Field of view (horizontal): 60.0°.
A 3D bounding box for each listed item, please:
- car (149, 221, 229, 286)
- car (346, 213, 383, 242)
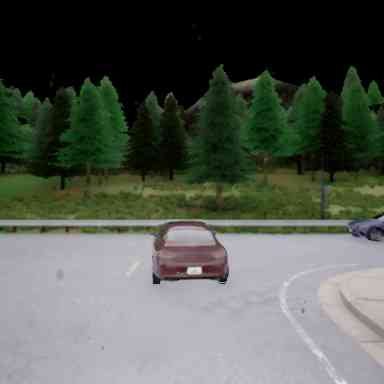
[{"bbox_3d":[-0.217,1.538,9.381,1.812,1.442,4.674,0,-1,-7],"label":"car"},{"bbox_3d":[10.167,1.645,16.482,4.674,1.442,1.812,0,0,0],"label":"car"}]
